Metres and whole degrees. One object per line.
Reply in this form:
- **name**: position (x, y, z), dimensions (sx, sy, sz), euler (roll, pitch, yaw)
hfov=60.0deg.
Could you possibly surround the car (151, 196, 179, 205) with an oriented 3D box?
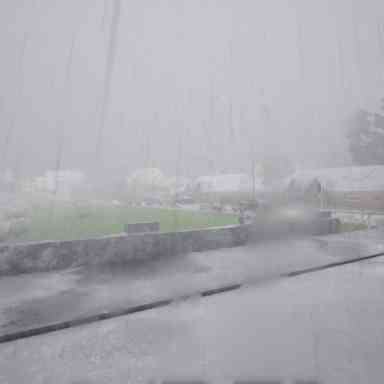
- **car**: position (-4.467, 1.564, 54.514), dimensions (1.994, 1.385, 4.181), euler (0, 0, -35)

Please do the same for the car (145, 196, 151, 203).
- **car**: position (-7.579, 1.477, 65.868), dimensions (1.882, 1.535, 5.008), euler (0, 0, -35)

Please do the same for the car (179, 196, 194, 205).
- **car**: position (-1.653, 1.477, 57.635), dimensions (1.882, 1.535, 5.008), euler (0, 0, -35)

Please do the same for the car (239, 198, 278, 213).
- **car**: position (7.468, 1.502, 37.699), dimensions (1.837, 1.490, 4.892), euler (0, 1, -35)
